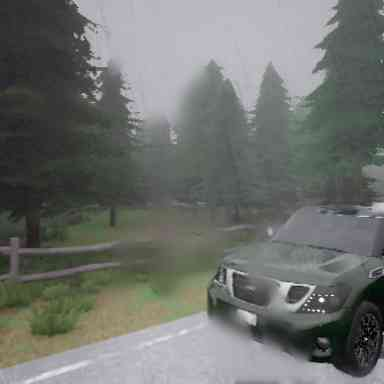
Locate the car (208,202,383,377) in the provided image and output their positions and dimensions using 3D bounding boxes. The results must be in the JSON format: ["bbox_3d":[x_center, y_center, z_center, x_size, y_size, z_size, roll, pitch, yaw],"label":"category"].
[{"bbox_3d":[2.830,1.238,5.993,5.566,2.045,2.150,0,0,-39],"label":"car"}]
